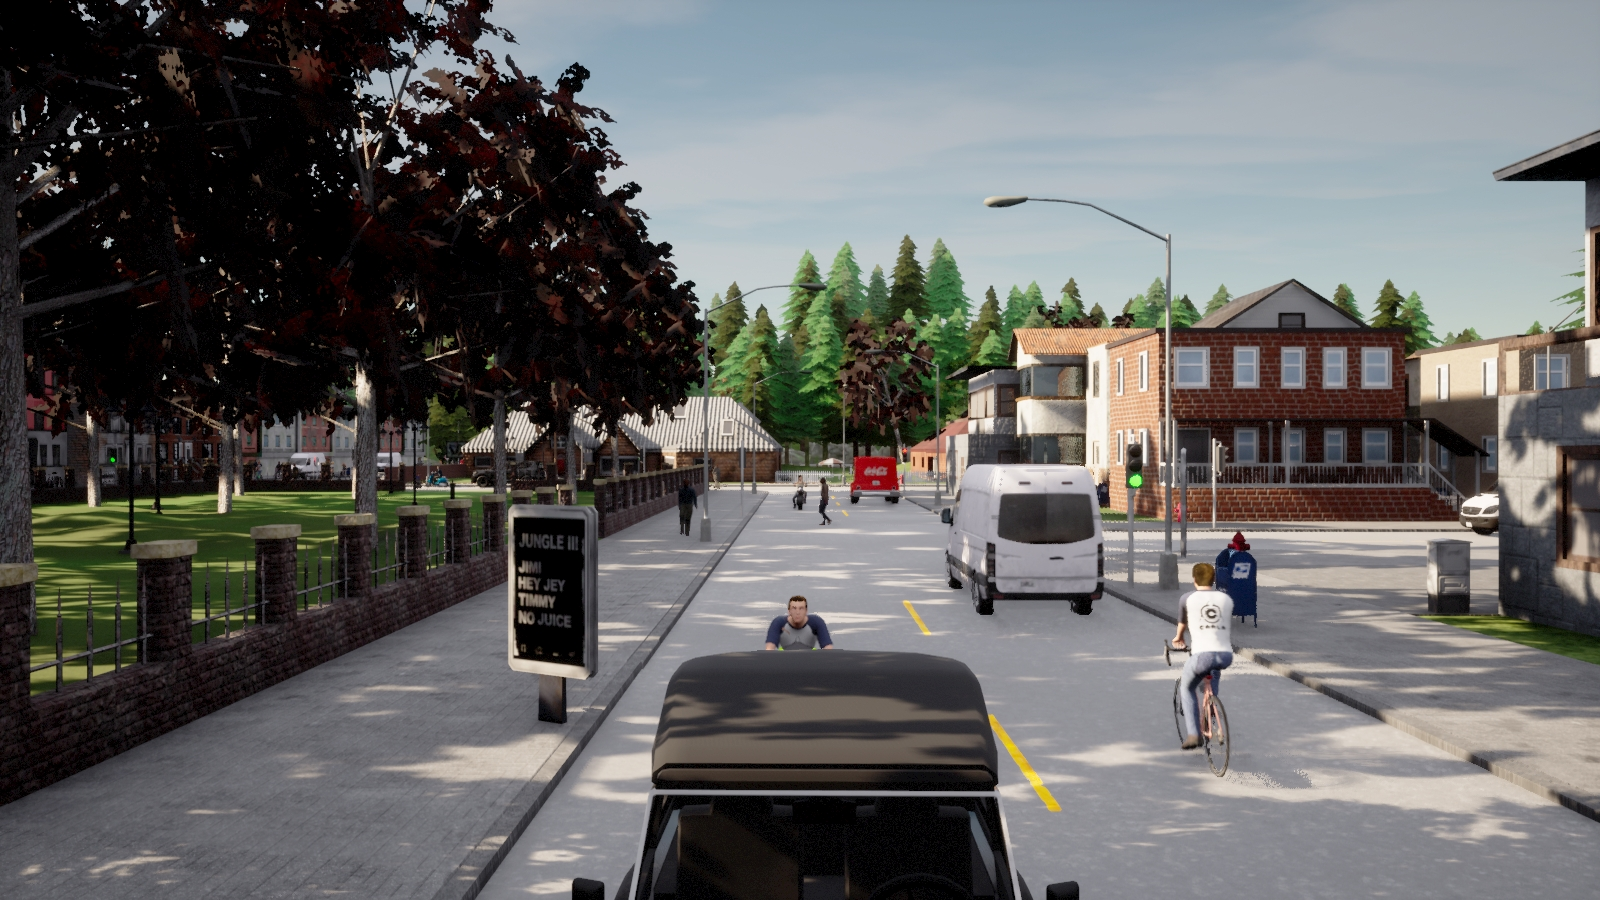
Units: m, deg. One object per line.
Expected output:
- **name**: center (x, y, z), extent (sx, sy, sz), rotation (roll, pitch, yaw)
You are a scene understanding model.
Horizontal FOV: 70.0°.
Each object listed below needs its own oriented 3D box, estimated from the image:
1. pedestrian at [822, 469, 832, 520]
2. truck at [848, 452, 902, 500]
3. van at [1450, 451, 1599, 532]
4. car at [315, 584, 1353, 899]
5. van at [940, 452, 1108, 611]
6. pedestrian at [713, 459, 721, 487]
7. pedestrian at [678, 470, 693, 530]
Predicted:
- **pedestrian**: center (1.000, 1.645, 42.060), extent (0.375, 1.860, 0.375), rotation (0, 0, 3)
- **truck**: center (3.969, 1.372, 61.570), extent (2.627, 2.467, 5.204), rotation (0, 0, 1)
- **van**: center (24.712, 1.329, 37.232), extent (5.915, 2.561, 1.988), rotation (0, 0, 0)
- **car**: center (0.090, 1.640, 4.031), extent (1.905, 1.878, 3.866), rotation (0, 0, 1)
- **van**: center (3.993, 1.323, 21.438), extent (1.988, 2.561, 5.915), rotation (0, 0, 0)
- **pedestrian**: center (-5.621, 1.556, 77.360), extent (0.375, 1.860, 0.375), rotation (0, 0, -27)
- **pedestrian**: center (-3.548, 1.539, 35.394), extent (0.375, 1.860, 0.375), rotation (0, 0, 6)
